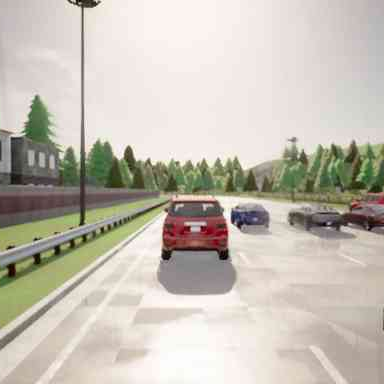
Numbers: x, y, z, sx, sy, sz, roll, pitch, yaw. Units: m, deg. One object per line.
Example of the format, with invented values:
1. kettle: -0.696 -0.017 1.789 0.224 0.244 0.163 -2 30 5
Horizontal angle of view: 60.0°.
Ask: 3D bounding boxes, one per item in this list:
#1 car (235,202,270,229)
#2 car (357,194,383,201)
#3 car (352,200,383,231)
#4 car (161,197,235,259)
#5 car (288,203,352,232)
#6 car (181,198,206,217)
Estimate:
1. car: 3.606 1.408 21.324 1.882 1.535 5.008 0 0 0
2. car: 14.107 1.138 25.289 2.150 2.045 5.566 0 0 0
3. car: 10.593 1.460 19.820 1.812 1.442 4.674 0 0 0
4. car: 0.102 1.181 12.513 2.150 2.045 5.566 0 0 0
5. car: 7.106 1.427 19.662 2.128 1.511 4.902 0 0 0
6. car: 0.111 1.391 30.899 2.128 1.511 4.902 0 0 0
